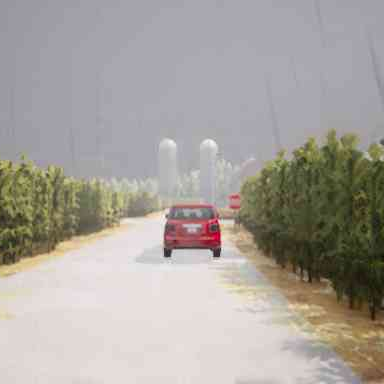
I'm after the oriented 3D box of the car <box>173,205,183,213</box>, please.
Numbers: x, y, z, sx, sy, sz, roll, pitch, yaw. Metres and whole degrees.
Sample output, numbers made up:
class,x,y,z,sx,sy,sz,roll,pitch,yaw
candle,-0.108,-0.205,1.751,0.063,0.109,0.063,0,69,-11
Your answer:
class,x,y,z,sx,sy,sz,roll,pitch,yaw
car,-3.069,3.679,72.882,1.882,1.535,5.008,0,-2,0

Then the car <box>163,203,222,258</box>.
class,x,y,z,sx,sy,sz,roll,pitch,yaw
car,0.007,1.503,14.074,2.150,2.045,5.566,0,-2,0
